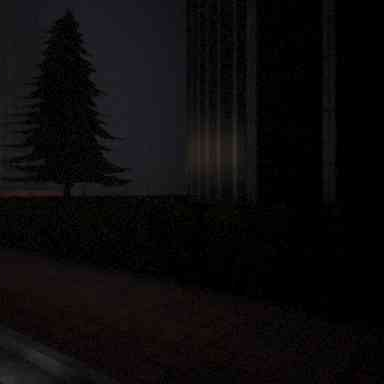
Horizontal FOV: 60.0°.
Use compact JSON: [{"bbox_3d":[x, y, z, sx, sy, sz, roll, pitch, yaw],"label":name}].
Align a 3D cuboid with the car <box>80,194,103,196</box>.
[{"bbox_3d":[-13.752,1.329,42.759,2.150,2.045,5.566,0,0,36],"label":"car"}]
